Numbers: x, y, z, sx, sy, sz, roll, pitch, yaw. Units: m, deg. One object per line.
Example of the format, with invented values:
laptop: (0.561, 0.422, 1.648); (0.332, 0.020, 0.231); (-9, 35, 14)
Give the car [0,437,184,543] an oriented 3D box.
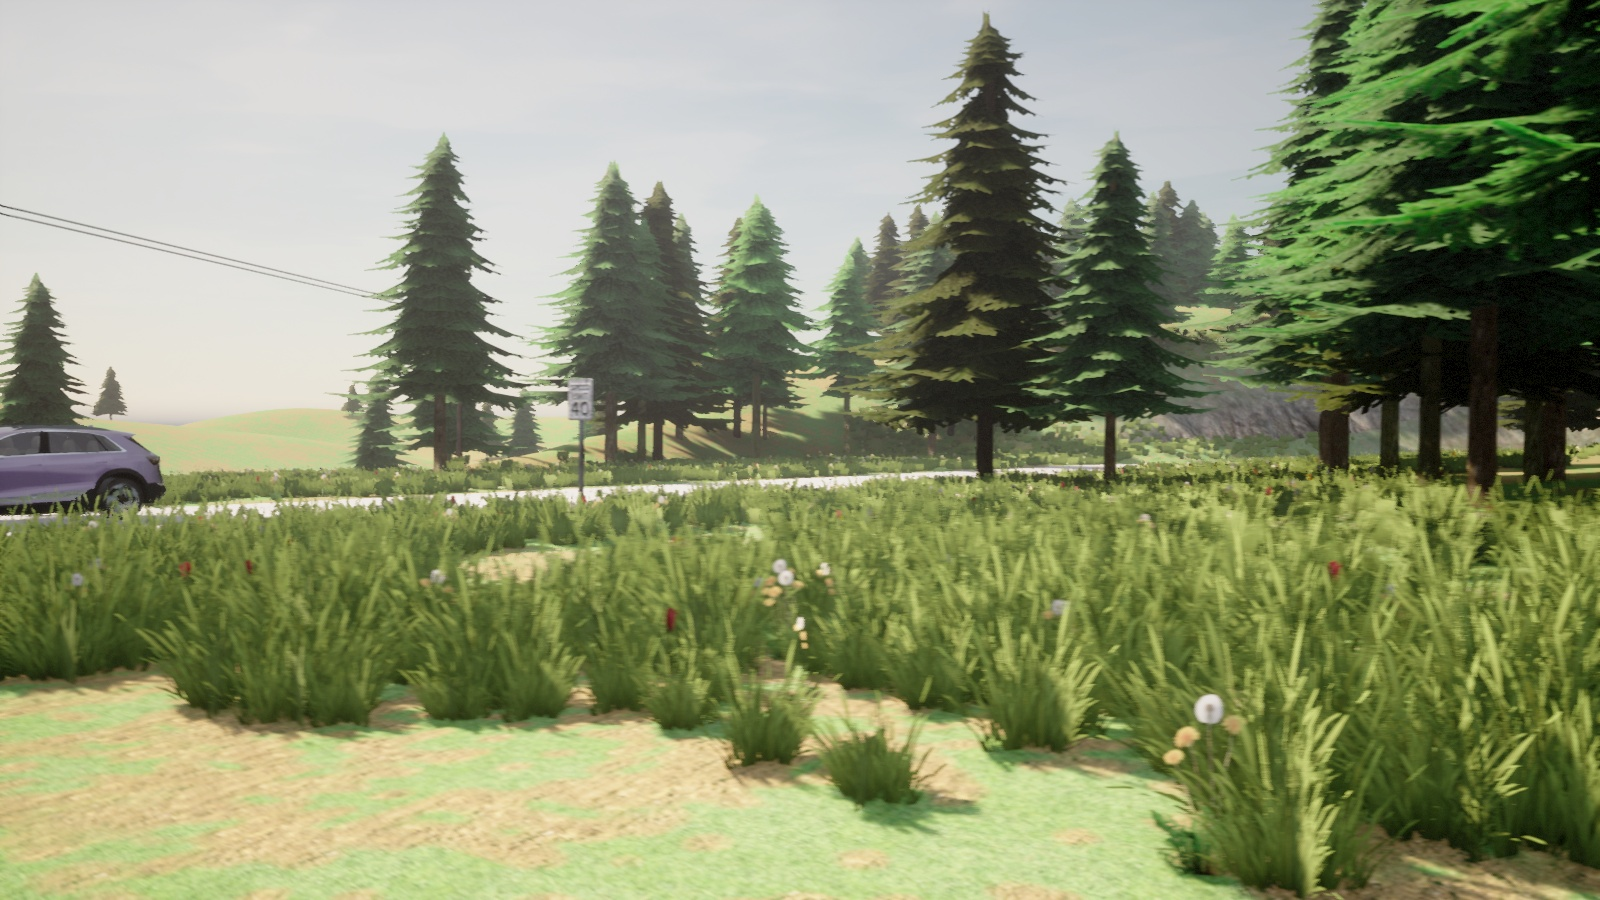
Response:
car: (-13.062, 0.629, 20.695); (2.033, 1.649, 4.856); (0, 1, 33)
